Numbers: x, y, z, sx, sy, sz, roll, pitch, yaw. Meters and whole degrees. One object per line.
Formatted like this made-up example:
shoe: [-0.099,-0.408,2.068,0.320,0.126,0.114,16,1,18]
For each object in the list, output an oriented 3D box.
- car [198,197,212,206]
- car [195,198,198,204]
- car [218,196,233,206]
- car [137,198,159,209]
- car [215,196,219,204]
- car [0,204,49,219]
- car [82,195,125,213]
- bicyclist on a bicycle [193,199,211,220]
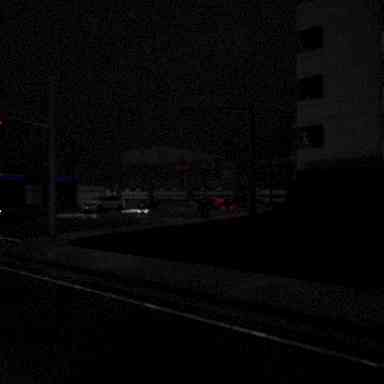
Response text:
car: [2.590,1.728,59.308,2.033,1.411,5.357,0,0,2]
car: [1.876,1.778,68.514,1.994,1.385,4.181,0,0,-12]
car: [5.902,1.684,57.111,1.812,1.442,4.674,0,0,5]
car: [-6.382,1.679,48.661,2.128,1.511,4.902,0,0,16]
car: [5.931,1.539,65.969,2.097,1.767,4.553,0,0,-8]
car: [-15.946,1.776,31.150,1.895,1.301,4.718,0,0,35]
car: [-10.347,1.398,39.393,2.150,2.045,5.566,0,0,29]
bicyclist on a bicycle: [0.761,1.381,25.952,1.656,1.620,0.582,-1,0,36]
